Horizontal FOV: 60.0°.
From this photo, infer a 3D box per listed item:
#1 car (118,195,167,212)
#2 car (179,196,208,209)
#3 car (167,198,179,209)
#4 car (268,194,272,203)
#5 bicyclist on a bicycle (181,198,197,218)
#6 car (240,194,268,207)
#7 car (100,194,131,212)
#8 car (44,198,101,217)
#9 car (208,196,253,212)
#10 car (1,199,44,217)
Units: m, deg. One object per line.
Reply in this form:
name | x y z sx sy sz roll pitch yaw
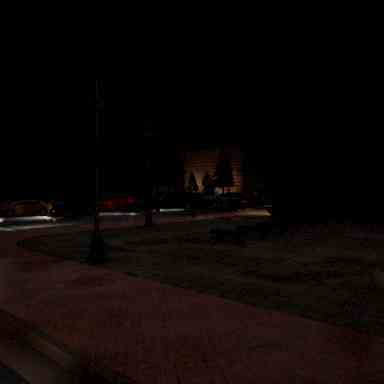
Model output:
car | -5.563 1.478 38.262 1.882 1.535 5.008 0 0 40
car | 0.845 1.601 45.841 1.895 1.301 4.718 0 0 40
car | -2.860 1.547 46.891 2.033 1.411 5.357 0 0 40
car | 15.747 1.547 57.958 2.033 1.411 5.357 0 0 40
bicyclist on a bicycle | -0.267 1.301 26.728 1.656 1.620 0.582 0 0 40
car | 9.097 1.505 50.002 1.837 1.490 4.892 0 0 41
car | -9.472 1.221 39.056 2.150 2.045 5.566 0 0 41
car | -11.227 1.564 31.543 1.994 1.385 4.181 0 0 40
car | 4.663 1.547 39.222 2.033 1.411 5.357 0 0 40
car | -15.880 1.478 31.467 1.882 1.535 5.008 0 0 40
